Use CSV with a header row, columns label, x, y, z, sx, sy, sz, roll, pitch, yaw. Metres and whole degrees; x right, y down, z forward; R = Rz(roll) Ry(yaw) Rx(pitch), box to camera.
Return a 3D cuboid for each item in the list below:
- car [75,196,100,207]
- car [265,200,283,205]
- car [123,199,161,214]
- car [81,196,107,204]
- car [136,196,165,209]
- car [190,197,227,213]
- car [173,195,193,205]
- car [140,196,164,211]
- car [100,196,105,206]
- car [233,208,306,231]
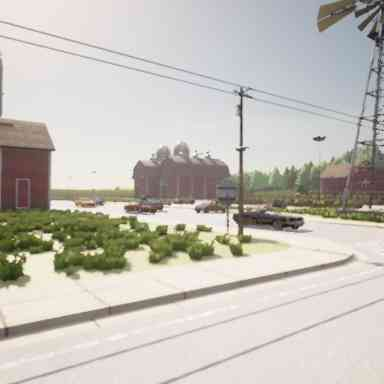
label,x,y,z,sx,sy,sz,roll,pitch,yaw
car,-16.265,1.656,50.702,1.882,1.535,5.008,1,0,-37
car,11.956,1.832,47.771,3.905,1.438,1.784,1,0,-36
car,-5.645,1.736,36.192,1.895,1.301,4.718,1,0,-36
car,-20.431,1.675,69.298,4.611,1.667,2.242,1,0,-36
car,-6.140,1.510,49.761,3.866,1.878,1.905,1,0,-36
car,2.277,1.709,39.213,4.193,1.474,1.816,1,0,-36
car,-1.458,1.617,65.810,4.605,1.855,1.932,1,0,-36
car,-5.417,1.657,42.101,2.128,1.511,4.902,1,0,-37
car,-17.211,1.710,58.022,2.033,1.411,5.357,1,0,-36
car,4.978,1.739,21.836,1.895,1.301,4.718,1,0,-37
